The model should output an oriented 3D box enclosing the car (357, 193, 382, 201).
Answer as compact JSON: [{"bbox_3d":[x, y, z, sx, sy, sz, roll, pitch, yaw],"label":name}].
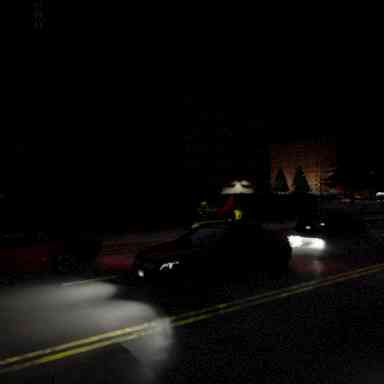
[{"bbox_3d":[44.383,1.607,83.246,1.970,1.475,3.806,0,0,-36],"label":"car"}]

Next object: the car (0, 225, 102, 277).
[{"bbox_3d":[-5.020,1.603,8.993,4.718,1.301,1.895,0,0,-35],"label":"car"}]

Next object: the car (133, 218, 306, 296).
[{"bbox_3d":[0.751,1.540,8.790,4.674,1.442,1.812,0,0,-36],"label":"car"}]

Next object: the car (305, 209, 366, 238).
[{"bbox_3d":[7.466,1.606,17.869,4.181,1.385,1.994,0,0,-35],"label":"car"}]
